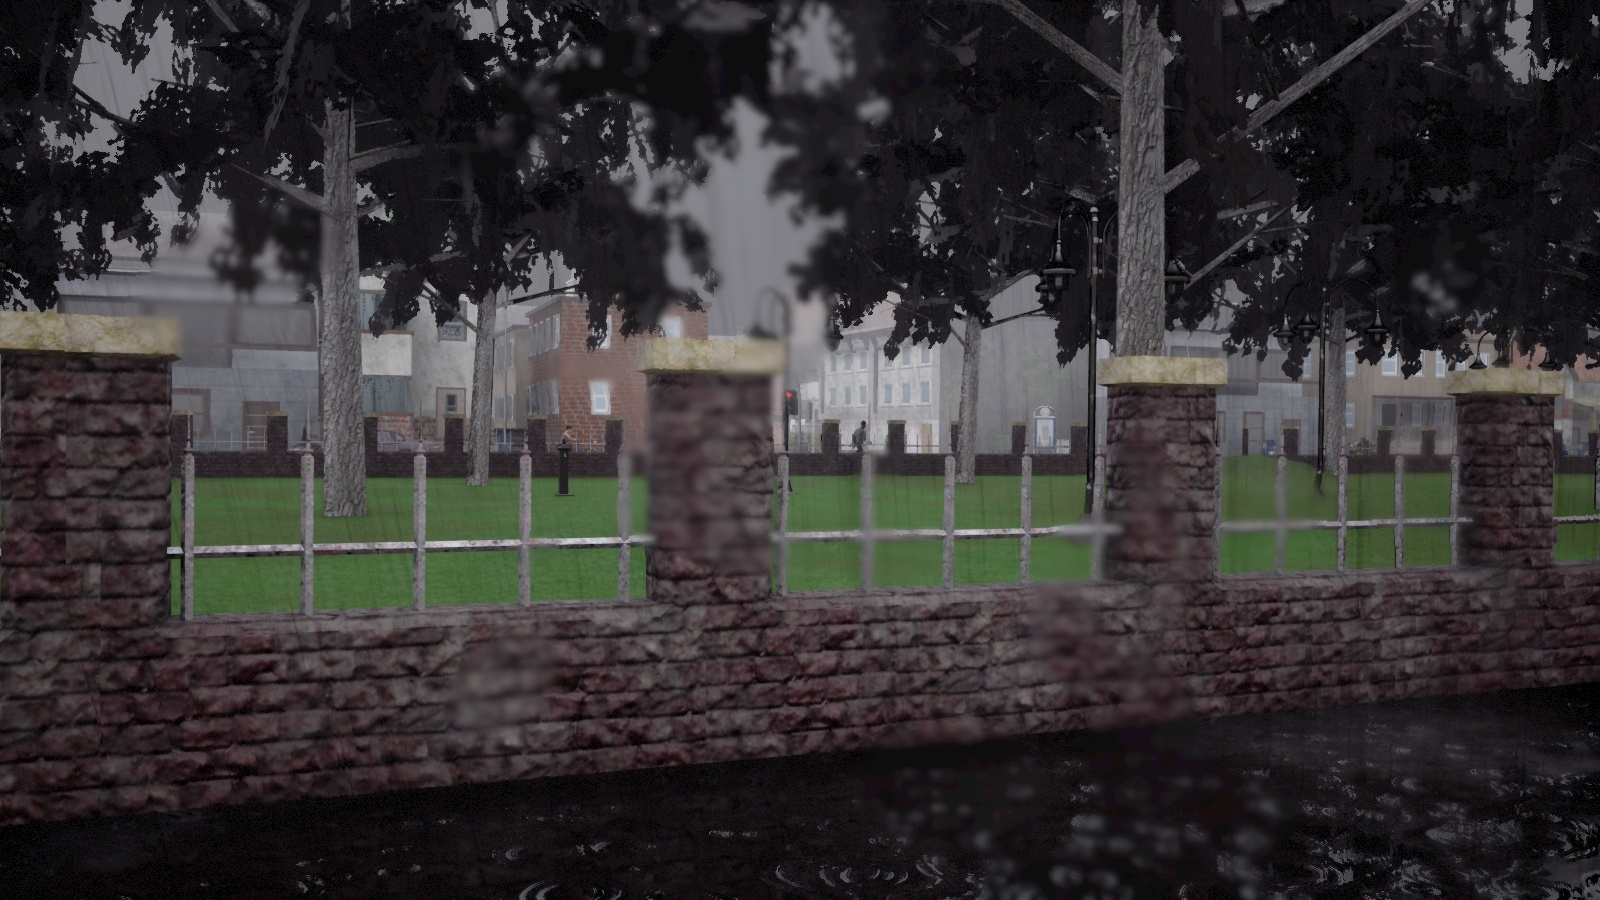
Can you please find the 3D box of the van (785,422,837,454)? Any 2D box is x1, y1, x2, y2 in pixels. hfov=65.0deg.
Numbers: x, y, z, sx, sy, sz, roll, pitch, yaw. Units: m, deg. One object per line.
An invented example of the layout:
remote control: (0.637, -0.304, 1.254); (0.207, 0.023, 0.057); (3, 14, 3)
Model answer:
van: (0.681, -0.784, 81.693); (1.775, 1.987, 4.442); (-1, 1, -21)

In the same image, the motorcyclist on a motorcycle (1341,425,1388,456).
motorcyclist on a motorcycle: (28.501, -0.507, 63.443); (2.191, 1.530, 0.866); (-1, 1, -21)

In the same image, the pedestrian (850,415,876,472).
pedestrian: (2.177, -0.222, 43.404); (0.788, 1.949, 0.423); (-1, 1, -20)

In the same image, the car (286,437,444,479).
car: (-15.995, 0.267, 46.191); (5.357, 1.411, 2.033); (-1, 1, -22)
